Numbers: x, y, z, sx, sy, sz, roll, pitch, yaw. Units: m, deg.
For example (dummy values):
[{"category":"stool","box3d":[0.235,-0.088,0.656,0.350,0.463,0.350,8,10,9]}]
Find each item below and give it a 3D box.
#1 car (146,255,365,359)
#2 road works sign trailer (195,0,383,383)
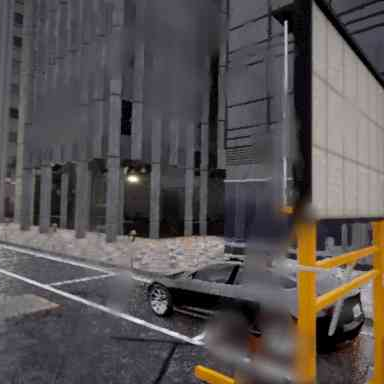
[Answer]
[{"category":"car","box3d":[0.981,1.912,6.514,4.313,1.339,1.947,-1,-3,41]},{"category":"road works sign trailer","box3d":[1.161,0.633,2.772,2.880,3.560,2.380,-1,-4,41]}]
